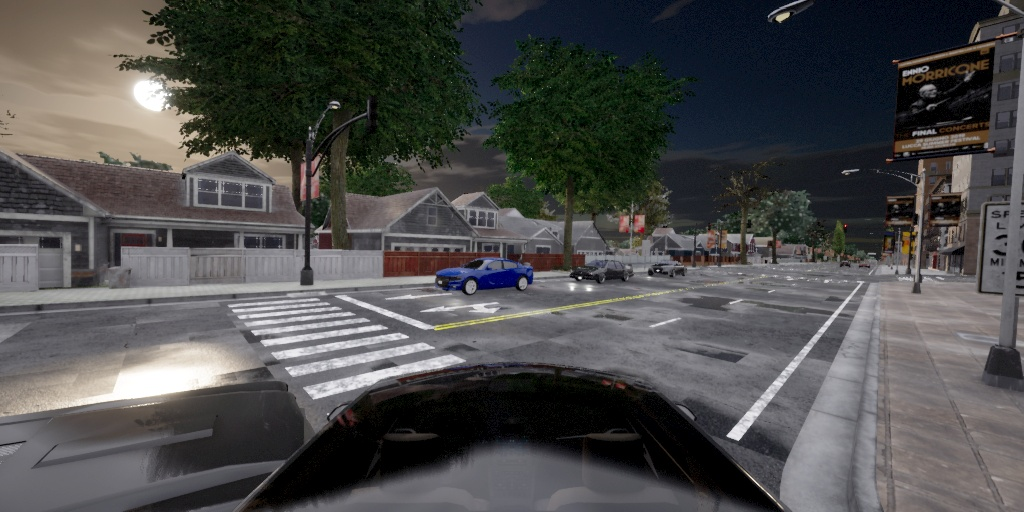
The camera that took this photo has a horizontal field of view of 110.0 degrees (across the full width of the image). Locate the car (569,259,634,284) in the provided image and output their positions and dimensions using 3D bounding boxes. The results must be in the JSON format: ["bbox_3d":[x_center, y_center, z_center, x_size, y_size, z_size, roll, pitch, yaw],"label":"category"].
[{"bbox_3d":[6.008,0.943,23.381,5.357,1.411,2.033,0,2,-44],"label":"car"}]

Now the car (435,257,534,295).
[{"bbox_3d":[-1.145,0.821,16.447,5.008,1.535,1.882,0,2,-44],"label":"car"}]

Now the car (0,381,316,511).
[{"bbox_3d":[-3.309,1.292,1.257,4.718,1.301,1.895,1,2,-34],"label":"car"}]

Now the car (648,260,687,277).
[{"bbox_3d":[13.192,1.015,30.317,4.181,1.385,1.994,0,2,-44],"label":"car"}]
